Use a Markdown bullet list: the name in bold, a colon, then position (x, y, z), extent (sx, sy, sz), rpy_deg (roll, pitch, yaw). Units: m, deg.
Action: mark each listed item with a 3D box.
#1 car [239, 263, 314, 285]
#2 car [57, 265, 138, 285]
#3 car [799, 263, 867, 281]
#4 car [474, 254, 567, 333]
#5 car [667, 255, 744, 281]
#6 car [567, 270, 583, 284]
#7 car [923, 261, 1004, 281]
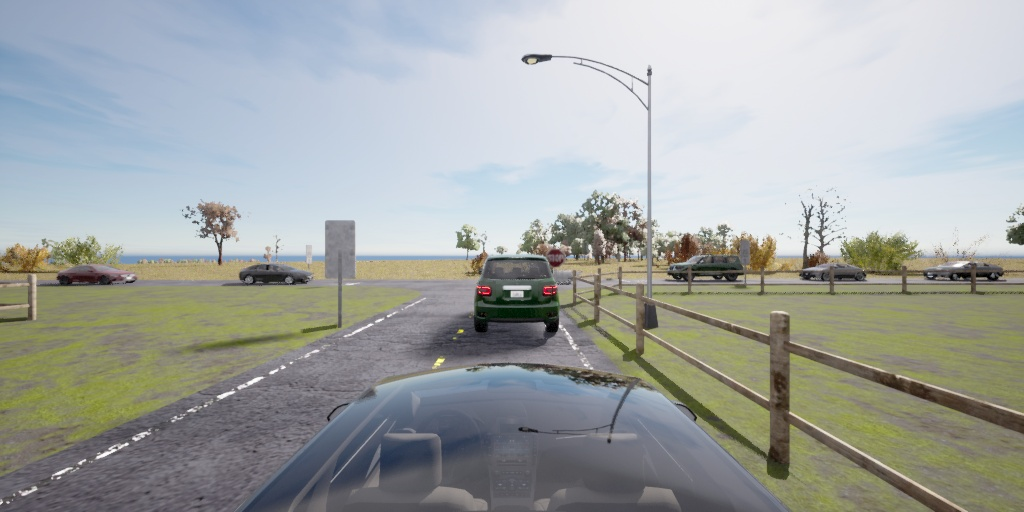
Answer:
- **car**: position (-17.047, 1.294, 26.046), extent (4.892, 1.490, 1.837), rpy_deg (1, 0, 1)
- **car**: position (-30.283, 1.357, 26.194), extent (4.674, 1.442, 1.812), rpy_deg (0, 0, 0)
- **car**: position (25.477, 1.250, 28.569), extent (4.181, 1.385, 1.994), rpy_deg (0, 0, 0)
- **car**: position (0.122, 0.971, 10.931), extent (2.150, 2.045, 5.566), rpy_deg (0, 0, 0)
- **car**: position (15.436, 0.929, 28.672), extent (5.566, 2.045, 2.150), rpy_deg (0, 0, 0)
- **car**: position (2.726, 1.343, 25.850), extent (4.718, 1.301, 1.895), rpy_deg (0, 0, 1)
- **car**: position (35.686, 1.165, 28.450), extent (4.902, 1.511, 2.128), rpy_deg (0, 0, 1)
